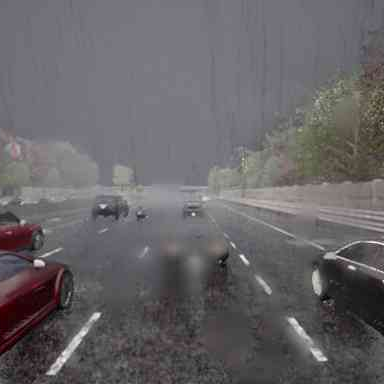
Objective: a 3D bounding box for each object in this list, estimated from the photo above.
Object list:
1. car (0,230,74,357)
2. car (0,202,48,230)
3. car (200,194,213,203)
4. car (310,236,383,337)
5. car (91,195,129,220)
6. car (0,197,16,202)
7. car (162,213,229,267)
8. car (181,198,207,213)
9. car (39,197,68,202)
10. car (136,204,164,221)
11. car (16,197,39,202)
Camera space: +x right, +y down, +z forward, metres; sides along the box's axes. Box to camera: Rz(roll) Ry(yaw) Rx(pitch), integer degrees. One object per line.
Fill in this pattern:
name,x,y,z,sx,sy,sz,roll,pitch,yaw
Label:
car,-3.396,1.572,5.143,1.994,1.385,4.181,0,0,0
car,-6.898,1.371,11.286,2.097,1.767,4.553,0,0,0
car,3.539,1.391,76.190,2.150,2.045,5.566,0,0,0
car,3.537,1.478,5.490,1.837,1.490,4.892,0,0,0
car,-6.889,1.274,28.449,2.150,2.045,5.566,0,0,0
car,-24.548,1.439,44.459,2.097,1.767,4.553,0,0,0
car,0.105,1.620,11.422,1.895,1.301,4.718,0,0,0
car,0.115,1.558,29.221,1.837,1.490,4.892,0,0,0
car,-17.561,1.576,43.501,2.128,1.511,4.902,0,0,0
car,-3.384,1.652,27.753,1.895,1.301,4.718,0,0,0
car,-21.050,1.439,44.723,2.097,1.767,4.553,0,0,0
